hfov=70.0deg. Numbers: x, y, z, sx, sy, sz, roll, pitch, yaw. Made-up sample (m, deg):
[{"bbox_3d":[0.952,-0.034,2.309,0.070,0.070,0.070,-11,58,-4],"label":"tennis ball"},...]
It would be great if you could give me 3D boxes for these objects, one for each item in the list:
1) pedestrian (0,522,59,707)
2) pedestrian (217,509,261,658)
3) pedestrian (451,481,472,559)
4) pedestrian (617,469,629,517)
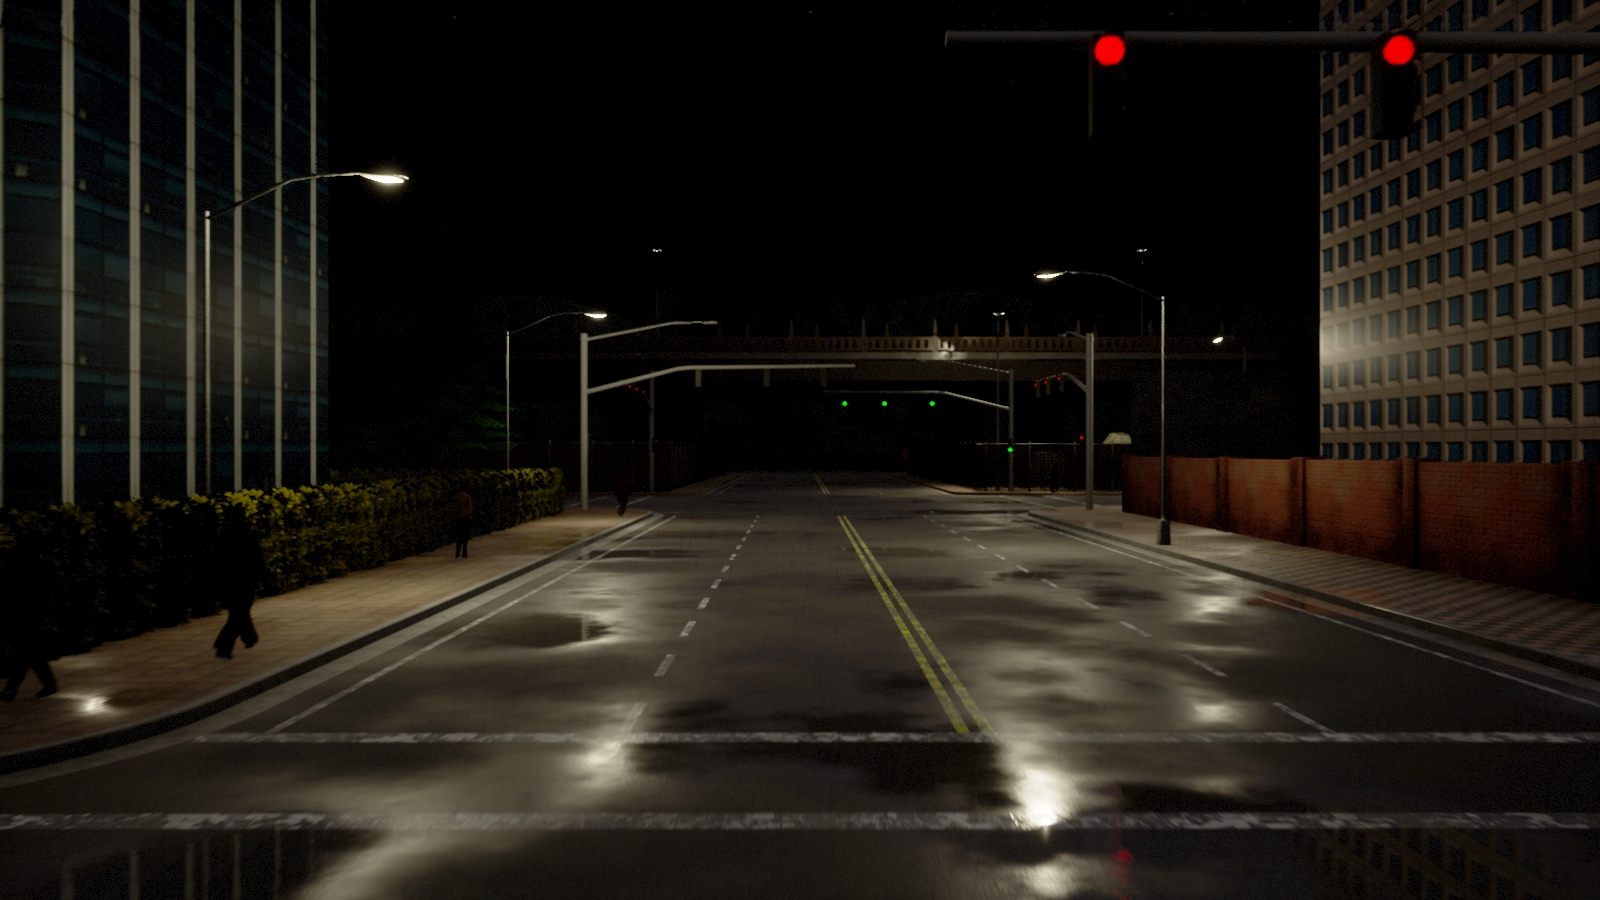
[{"bbox_3d":[-7.997,1.693,11.855,0.375,1.860,0.375,0,0,-1],"label":"pedestrian"},{"bbox_3d":[-7.178,1.693,14.623,0.375,1.860,0.375,0,0,4],"label":"pedestrian"},{"bbox_3d":[-8.177,1.691,27.622,0.375,1.860,0.375,0,0,5],"label":"pedestrian"},{"bbox_3d":[-7.007,1.687,45.168,0.375,1.860,0.375,0,0,10],"label":"pedestrian"}]
